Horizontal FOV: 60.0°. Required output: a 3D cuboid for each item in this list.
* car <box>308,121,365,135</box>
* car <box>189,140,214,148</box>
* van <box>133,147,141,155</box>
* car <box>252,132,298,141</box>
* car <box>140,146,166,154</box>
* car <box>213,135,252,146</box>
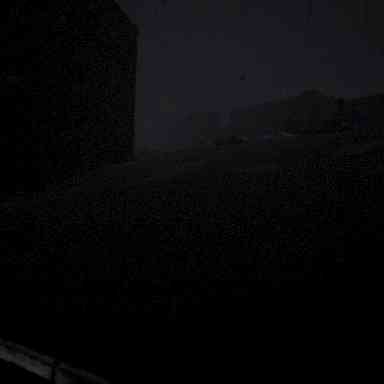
[{"bbox_3d":[11.622,-4.831,26.597,2.185,1.767,4.553,1,2,-37],"label":"car"},{"bbox_3d":[1.601,-5.474,39.928,2.185,1.767,4.553,1,2,-37],"label":"car"},{"bbox_3d":[-8.254,-6.175,53.037,1.878,1.987,4.442,1,1,-37],"label":"van"},{"bbox_3d":[8.318,-4.879,30.988,2.002,1.452,4.674,1,2,-37],"label":"car"},{"bbox_3d":[-5.020,-5.756,48.730,2.231,1.521,4.892,1,2,-37],"label":"car"},{"bbox_3d":[4.915,-5.264,35.518,2.185,1.767,4.553,1,2,-37],"label":"car"}]
